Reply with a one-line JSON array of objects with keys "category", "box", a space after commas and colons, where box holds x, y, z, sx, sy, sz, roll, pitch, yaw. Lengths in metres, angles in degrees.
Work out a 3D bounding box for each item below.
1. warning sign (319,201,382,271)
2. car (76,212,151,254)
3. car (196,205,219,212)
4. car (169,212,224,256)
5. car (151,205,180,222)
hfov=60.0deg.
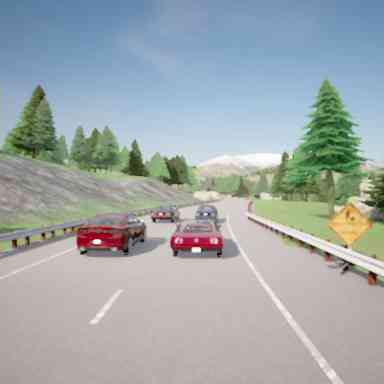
[{"category": "warning sign", "box": [4.490, 1.204, 9.505, 1.300, 1.860, 1.060, 0, -1, 2]}, {"category": "car", "box": [-3.215, 1.605, 14.160, 1.882, 1.535, 5.008, 0, 0, 3]}, {"category": "car", "box": [1.276, 1.803, 28.205, 2.033, 1.411, 5.357, 0, 0, 6]}, {"category": "car", "box": [0.257, 1.725, 13.633, 1.895, 1.301, 4.718, 0, 0, 3]}, {"category": "car", "box": [-2.209, 1.805, 28.539, 2.033, 1.411, 5.357, 0, 0, 6]}]
